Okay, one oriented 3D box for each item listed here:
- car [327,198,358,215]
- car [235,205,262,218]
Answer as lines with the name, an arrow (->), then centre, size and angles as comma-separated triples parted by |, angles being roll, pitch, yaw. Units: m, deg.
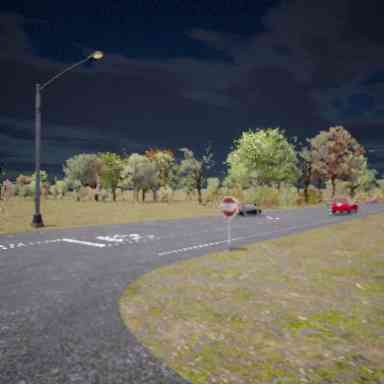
car -> 19.754, 1.775, 42.963 | 2.150, 2.045, 5.566 | 0, 0, 38
car -> 5.854, 2.074, 36.651 | 1.895, 1.301, 4.718 | 0, 0, 38
